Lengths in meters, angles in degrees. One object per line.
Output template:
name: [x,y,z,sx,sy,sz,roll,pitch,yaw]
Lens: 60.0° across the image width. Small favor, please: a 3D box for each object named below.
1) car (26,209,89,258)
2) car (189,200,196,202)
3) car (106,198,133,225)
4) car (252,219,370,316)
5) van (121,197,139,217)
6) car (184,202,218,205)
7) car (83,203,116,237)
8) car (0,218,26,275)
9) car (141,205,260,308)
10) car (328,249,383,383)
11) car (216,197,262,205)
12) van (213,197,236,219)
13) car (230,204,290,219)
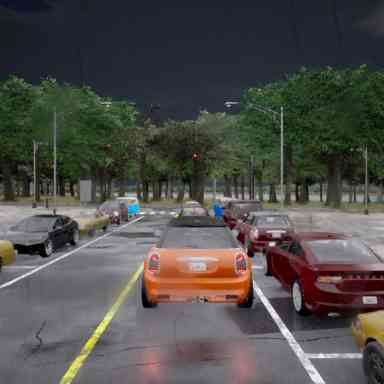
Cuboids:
car: [-5.753,1.567,12.844,1.947,1.339,4.313,0,0,0]
car: [0.022,1.460,27.230,1.801,1.575,5.366,0,0,1]
car: [-5.743,1.443,23.719,1.967,1.590,4.097,0,0,0]
car: [2.767,1.545,7.399,1.887,1.381,4.507,0,0,0]
van: [-5.738,1.345,29.157,1.690,1.788,3.998,0,0,0]
car: [0.113,1.493,17.285,2.128,1.511,4.902,0,0,0]
car: [-5.748,1.527,18.112,1.752,1.417,4.829,0,0,0]
car: [-5.758,1.525,7.237,1.752,1.417,4.829,0,0,0]
car: [0.106,1.352,8.071,2.097,1.767,4.553,0,0,0]
car: [2.762,1.525,2.131,1.752,1.417,4.829,0,0,0]
car: [2.777,1.317,18.274,2.192,1.841,5.009,0,0,0]
van: [2.787,1.346,29.149,1.690,1.788,3.998,0,0,0]
car: [2.772,1.441,12.836,1.967,1.590,4.097,0,0,0]
